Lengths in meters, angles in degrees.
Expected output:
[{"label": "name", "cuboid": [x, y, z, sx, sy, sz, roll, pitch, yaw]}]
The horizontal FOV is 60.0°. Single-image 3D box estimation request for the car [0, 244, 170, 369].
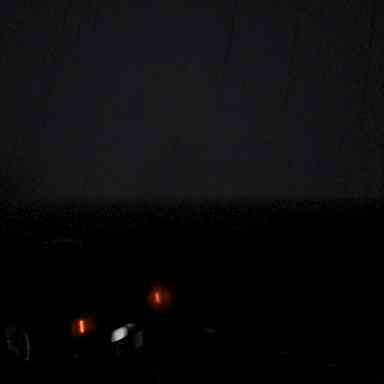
[{"label": "car", "cuboid": [-2.748, 1.577, 5.699, 4.718, 1.301, 1.895, 0, 0, 36]}]
